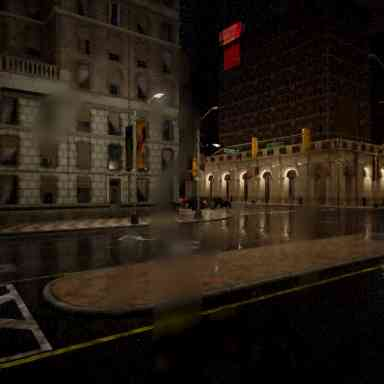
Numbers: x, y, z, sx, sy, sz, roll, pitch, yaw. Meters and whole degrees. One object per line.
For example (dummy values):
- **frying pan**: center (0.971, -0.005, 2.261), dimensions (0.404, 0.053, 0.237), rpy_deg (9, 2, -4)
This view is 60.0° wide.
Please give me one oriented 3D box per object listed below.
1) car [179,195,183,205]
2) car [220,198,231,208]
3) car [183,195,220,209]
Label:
- **car**: center (-2.212, 1.352, 55.901), dimensions (2.097, 1.767, 4.553), rpy_deg (0, 0, -35)
- **car**: center (3.530, 1.478, 47.803), dimensions (1.882, 1.535, 5.008), rpy_deg (0, 0, -36)
- **car**: center (1.234, 1.352, 44.999), dimensions (2.097, 1.767, 4.553), rpy_deg (0, 0, -35)
